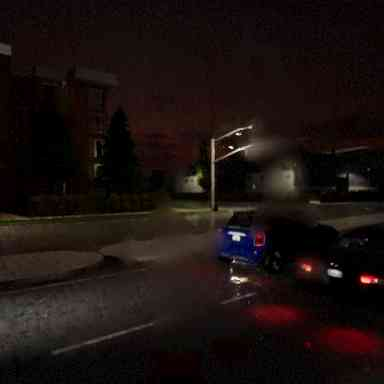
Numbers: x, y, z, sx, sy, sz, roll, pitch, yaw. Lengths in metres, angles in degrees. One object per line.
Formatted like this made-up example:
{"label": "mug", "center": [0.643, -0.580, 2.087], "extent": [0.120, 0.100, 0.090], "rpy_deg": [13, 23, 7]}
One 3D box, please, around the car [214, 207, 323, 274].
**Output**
{"label": "car", "center": [2.915, 1.324, 10.803], "extent": [4.553, 1.767, 2.097], "rpy_deg": [0, 0, -39]}

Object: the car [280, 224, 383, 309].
{"label": "car", "center": [4.563, 1.522, 7.635], "extent": [5.357, 1.411, 2.033], "rpy_deg": [0, 0, -39]}
